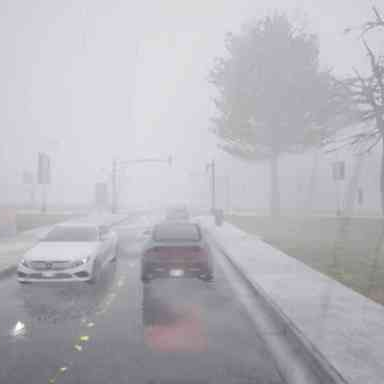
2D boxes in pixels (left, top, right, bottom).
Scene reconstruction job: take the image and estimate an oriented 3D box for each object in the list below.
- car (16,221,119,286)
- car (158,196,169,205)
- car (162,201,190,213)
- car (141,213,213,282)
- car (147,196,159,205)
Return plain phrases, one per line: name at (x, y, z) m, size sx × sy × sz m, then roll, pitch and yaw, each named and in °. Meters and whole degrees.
car at (-3.356, 1.619, 9.868) m, size 1.812 × 1.442 × 4.674 m, roll 0°, pitch -1°, yaw -3°
car at (-6.709, 2.285, 82.062) m, size 1.882 × 1.535 × 5.008 m, roll 0°, pitch -1°, yaw -3°
car at (-1.210, 1.791, 27.936) m, size 2.128 × 1.511 × 4.902 m, roll 0°, pitch -1°, yaw -2°
car at (-0.443, 1.620, 10.106) m, size 1.837 × 1.490 × 4.892 m, roll 0°, pitch 0°, yaw -2°
car at (-9.956, 2.327, 81.911) m, size 2.033 × 1.411 × 5.357 m, roll 0°, pitch -1°, yaw -3°
